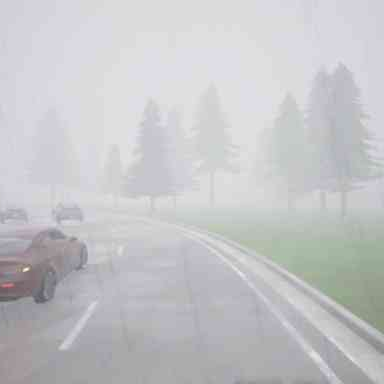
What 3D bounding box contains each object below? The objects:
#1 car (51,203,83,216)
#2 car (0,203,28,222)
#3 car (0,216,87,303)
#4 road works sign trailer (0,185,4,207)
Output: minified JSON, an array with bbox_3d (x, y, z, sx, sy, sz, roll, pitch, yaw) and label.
[{"bbox_3d":[-9.734,1.569,25.784,2.128,1.511,4.902,0,0,-29],"label":"car"},{"bbox_3d":[-14.655,1.641,27.111,1.812,1.442,4.674,0,0,-34],"label":"car"},{"bbox_3d":[-3.933,1.557,8.086,1.812,1.442,4.674,0,0,-4],"label":"car"},{"bbox_3d":[-28.270,0.686,47.230,2.880,3.560,2.380,0,0,22],"label":"road works sign trailer"}]
